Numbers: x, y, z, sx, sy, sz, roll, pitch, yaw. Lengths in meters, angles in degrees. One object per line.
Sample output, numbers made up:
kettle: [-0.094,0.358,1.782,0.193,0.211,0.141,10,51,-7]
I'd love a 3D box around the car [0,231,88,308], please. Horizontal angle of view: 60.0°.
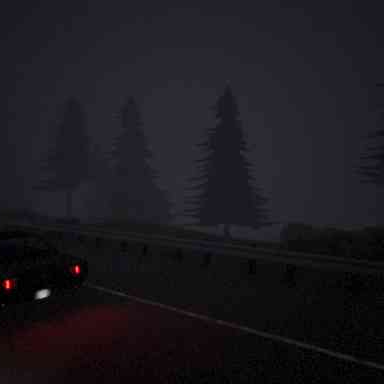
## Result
car: [-4.472,1.541,7.361,4.718,1.301,1.895,1,0,37]
